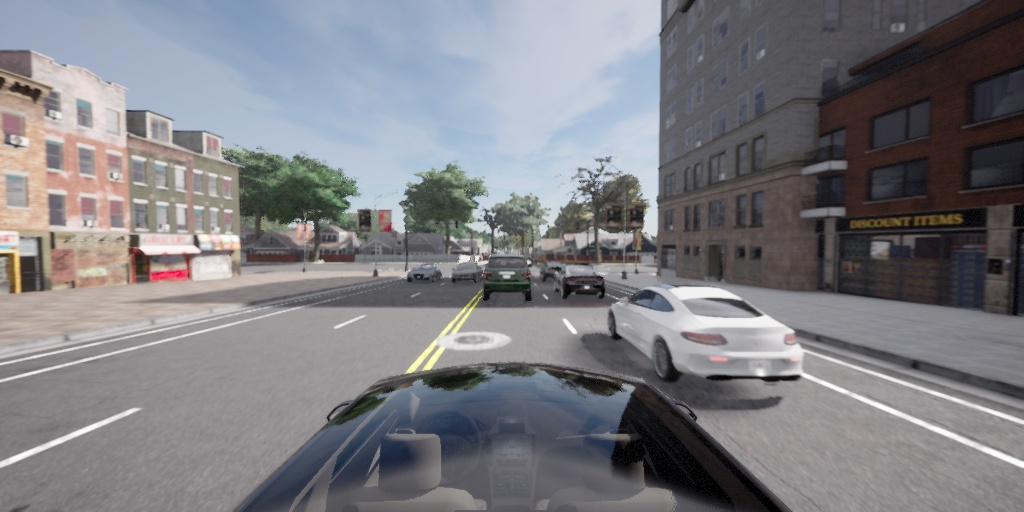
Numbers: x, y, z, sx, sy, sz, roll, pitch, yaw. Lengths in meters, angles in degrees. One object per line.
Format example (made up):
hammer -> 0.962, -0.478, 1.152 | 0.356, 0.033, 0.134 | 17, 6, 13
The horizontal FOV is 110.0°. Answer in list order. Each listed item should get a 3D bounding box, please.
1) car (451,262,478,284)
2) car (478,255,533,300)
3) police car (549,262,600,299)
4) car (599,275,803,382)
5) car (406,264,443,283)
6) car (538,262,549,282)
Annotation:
car -> -3.340, 1.231, 26.865 | 1.837, 1.490, 4.892 | 0, 0, 0
car -> -0.168, 0.948, 17.652 | 2.150, 2.045, 5.566 | 0, 0, 1
police car -> 3.246, 1.150, 18.119 | 1.930, 1.638, 5.238 | 0, 0, 0
car -> 3.249, 1.264, 7.001 | 1.812, 1.442, 4.674 | 0, 0, 0
car -> -6.588, 1.290, 27.322 | 1.994, 1.385, 4.181 | 0, 0, 0
car -> 3.243, 1.232, 29.018 | 1.837, 1.490, 4.892 | 0, 0, 0
